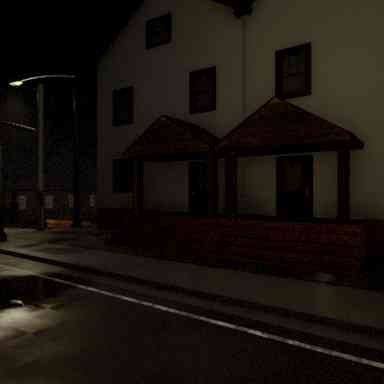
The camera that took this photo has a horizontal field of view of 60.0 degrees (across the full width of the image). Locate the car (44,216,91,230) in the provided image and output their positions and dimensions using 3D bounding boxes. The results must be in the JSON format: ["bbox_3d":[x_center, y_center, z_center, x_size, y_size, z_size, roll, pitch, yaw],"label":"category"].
[{"bbox_3d":[-12.316,3.135,32.738,1.882,1.535,5.008,0,-9,36],"label":"car"}]
